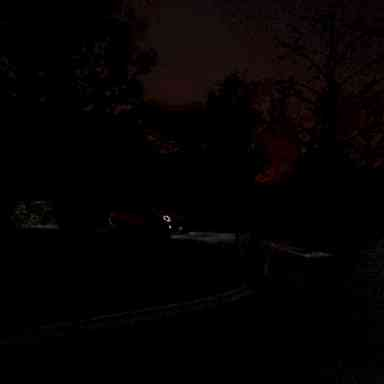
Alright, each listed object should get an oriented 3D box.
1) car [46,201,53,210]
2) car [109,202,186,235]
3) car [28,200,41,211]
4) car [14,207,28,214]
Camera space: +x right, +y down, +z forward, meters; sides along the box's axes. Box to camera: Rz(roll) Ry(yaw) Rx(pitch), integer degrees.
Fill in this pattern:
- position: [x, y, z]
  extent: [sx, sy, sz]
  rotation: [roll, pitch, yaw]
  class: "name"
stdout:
- position: [-20.848, 1.736, 44.752]
  extent: [2.033, 1.411, 5.357]
  rotation: [0, -1, 22]
  class: "car"
- position: [-2.565, 1.407, 19.224]
  extent: [4.553, 1.767, 2.097]
  rotation: [0, 0, 30]
  class: "car"
- position: [-19.278, 1.678, 37.884]
  extent: [1.895, 1.301, 4.718]
  rotation: [0, -1, 0]
  class: "car"
- position: [-14.919, 1.511, 24.905]
  extent: [4.902, 1.511, 2.128]
  rotation: [0, 0, 31]
  class: "car"
